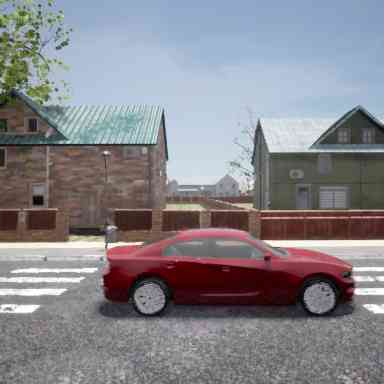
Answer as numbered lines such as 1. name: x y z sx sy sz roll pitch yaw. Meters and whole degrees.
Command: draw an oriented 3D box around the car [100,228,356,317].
1. car: 0.691 1.505 6.895 5.008 1.535 1.882 -1 -1 1
